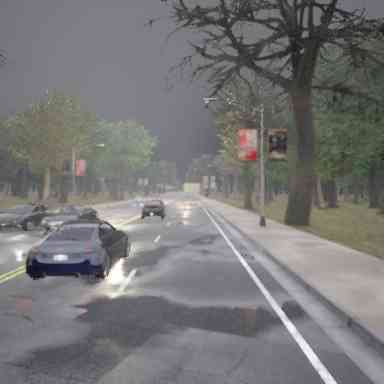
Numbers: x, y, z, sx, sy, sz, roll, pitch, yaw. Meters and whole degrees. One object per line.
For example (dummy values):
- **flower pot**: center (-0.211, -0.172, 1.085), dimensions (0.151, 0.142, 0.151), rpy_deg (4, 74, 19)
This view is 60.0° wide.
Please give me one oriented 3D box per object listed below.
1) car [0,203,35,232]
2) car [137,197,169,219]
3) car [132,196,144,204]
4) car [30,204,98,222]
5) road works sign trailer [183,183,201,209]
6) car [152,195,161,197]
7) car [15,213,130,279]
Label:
- **car**: center (-9.842, 1.470, 19.798), dimensions (1.837, 1.490, 4.892), rpy_deg (0, 0, 0)
- **car**: center (-3.143, 1.471, 28.373), dimensions (1.837, 1.490, 4.892), rpy_deg (0, 0, 0)
- **car**: center (-9.829, 1.493, 61.989), dimensions (1.812, 1.442, 4.674), rpy_deg (0, 0, 0)
- **car**: center (-6.592, 1.457, 18.449), dimensions (2.128, 1.511, 4.902), rpy_deg (0, 0, 0)
- **road works sign trailer**: center (-0.012, 0.432, 45.771), dimensions (2.380, 3.560, 2.880), rpy_deg (0, 0, 0)
- **car**: center (-6.590, 1.320, 60.529), dimensions (2.097, 1.767, 4.553), rpy_deg (0, 0, 0)
- **car**: center (-3.145, 1.537, 9.969), dimensions (1.994, 1.385, 4.181), rpy_deg (0, 0, 0)
